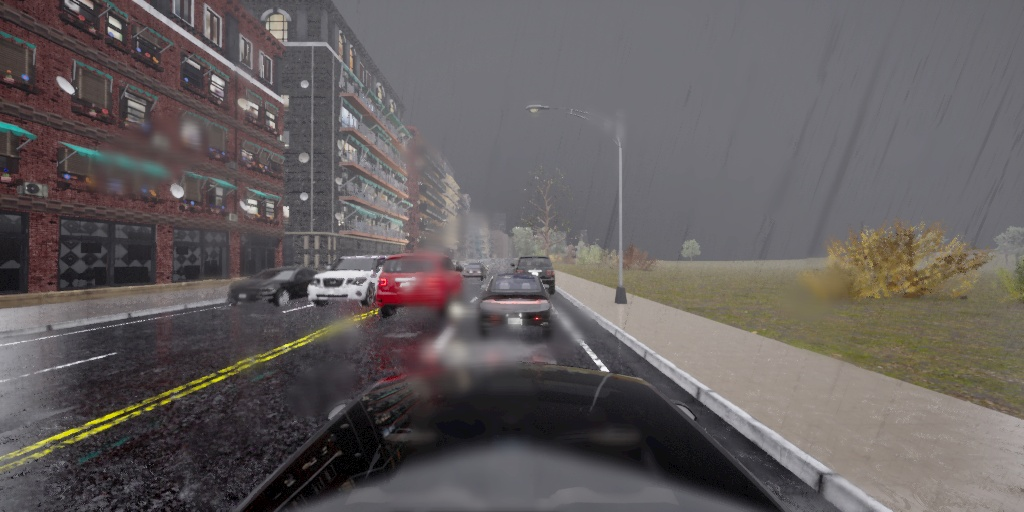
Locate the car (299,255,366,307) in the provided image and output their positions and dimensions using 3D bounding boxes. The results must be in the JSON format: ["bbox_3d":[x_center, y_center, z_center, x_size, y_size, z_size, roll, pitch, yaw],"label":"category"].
[{"bbox_3d":[-6.610,0.973,15.877,2.150,2.045,5.566,0,0,0],"label":"car"}]

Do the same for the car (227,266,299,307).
[{"bbox_3d":[-9.859,1.229,15.658,1.882,1.535,5.008,0,0,0],"label":"car"}]

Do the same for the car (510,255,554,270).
[{"bbox_3d":[1.125,0.977,20.199,2.150,2.045,5.566,0,0,0],"label":"car"}]

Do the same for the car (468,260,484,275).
[{"bbox_3d":[-3.173,1.300,30.448,2.033,1.411,5.357,0,0,0],"label":"car"}]

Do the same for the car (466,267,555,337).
[{"bbox_3d":[0.094,1.243,10.329,2.128,1.511,4.902,0,0,0],"label":"car"}]

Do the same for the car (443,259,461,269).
[{"bbox_3d":[-9.869,1.242,59.210,2.128,1.511,4.902,0,0,0],"label":"car"}]

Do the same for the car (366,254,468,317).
[{"bbox_3d":[-3.158,0.971,13.374,2.150,2.045,5.566,0,0,0],"label":"car"}]
